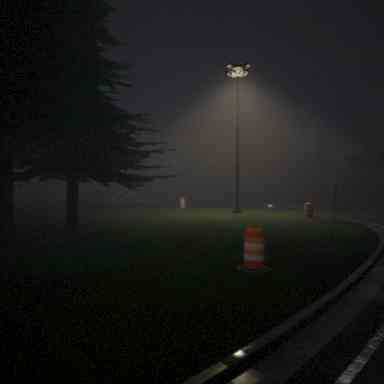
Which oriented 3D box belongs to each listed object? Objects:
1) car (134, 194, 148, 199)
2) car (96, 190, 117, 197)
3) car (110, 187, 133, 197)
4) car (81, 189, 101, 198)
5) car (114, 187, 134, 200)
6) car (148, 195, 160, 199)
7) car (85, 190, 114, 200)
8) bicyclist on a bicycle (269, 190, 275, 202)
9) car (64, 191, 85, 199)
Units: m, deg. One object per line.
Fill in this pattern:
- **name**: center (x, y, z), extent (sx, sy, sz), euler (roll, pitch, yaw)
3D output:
- **car**: center (-10.713, 0.577, 61.359), extent (1.812, 1.442, 4.674), euler (-1, 1, -42)
- **car**: center (-17.697, 0.285, 68.844), extent (2.128, 1.511, 4.902), euler (-1, 1, -43)
- **car**: center (-15.145, -0.048, 71.235), extent (2.150, 2.045, 5.566), euler (-1, 1, -43)
- **car**: center (-20.269, 0.284, 66.470), extent (1.882, 1.535, 5.008), euler (-1, 1, -43)
- **car**: center (-13.029, 0.305, 58.708), extent (2.150, 2.045, 5.566), euler (-1, 1, -40)
- **car**: center (-8.069, 0.498, 63.651), extent (1.882, 1.535, 5.008), euler (-1, 1, -42)
- **car**: center (-15.697, 0.596, 56.432), extent (1.882, 1.535, 5.008), euler (-1, 1, -42)
- **bicyclist on a bicycle**: center (11.625, 0.586, 48.236), extent (1.656, 1.620, 0.582), euler (-1, 1, -43)
- **car**: center (-22.841, 0.542, 64.099), extent (2.033, 1.411, 5.357), euler (-1, 1, -43)
